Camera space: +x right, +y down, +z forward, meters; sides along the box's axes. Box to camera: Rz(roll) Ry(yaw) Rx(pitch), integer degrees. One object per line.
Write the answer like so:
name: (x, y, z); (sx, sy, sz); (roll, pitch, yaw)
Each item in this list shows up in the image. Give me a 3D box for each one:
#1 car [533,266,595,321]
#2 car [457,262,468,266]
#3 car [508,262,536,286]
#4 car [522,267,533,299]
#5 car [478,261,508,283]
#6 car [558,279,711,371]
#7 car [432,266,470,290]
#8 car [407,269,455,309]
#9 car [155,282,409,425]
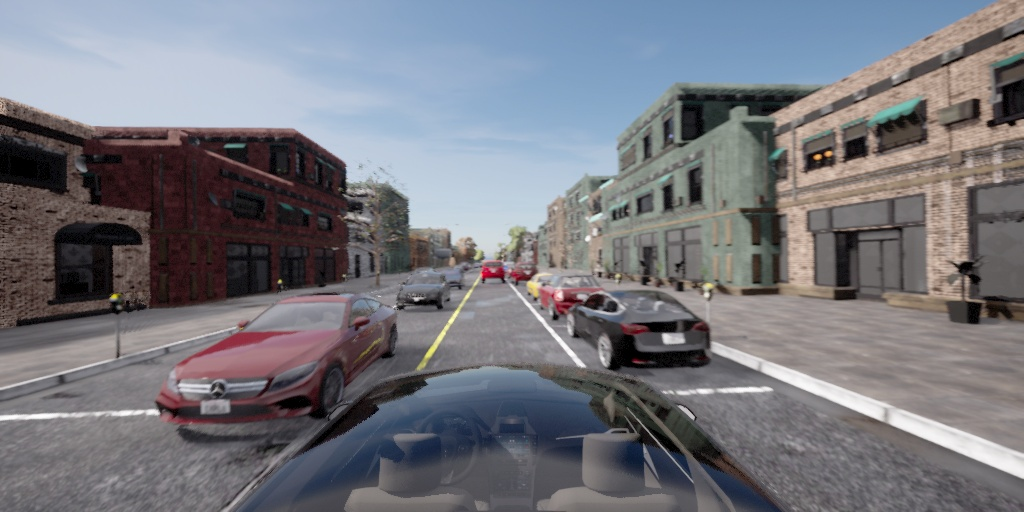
car: (2.103, 1.322, 13.248); (1.967, 1.591, 4.097); (0, 0, -3)
car: (-9.273, 2.295, 62.578); (2.007, 1.370, 4.403); (0, 0, -3)
car: (1.099, 1.447, 29.861); (2.192, 1.841, 5.009); (0, 0, -3)
car: (1.758, 1.491, 18.955); (1.751, 1.417, 4.829); (0, 0, -3)
car: (-1.773, 1.456, 34.114); (2.150, 2.045, 5.566); (-1, -1, -3)
car: (2.437, 1.364, 7.710); (1.948, 1.339, 4.313); (0, 0, -3)
car: (-4.540, 1.722, 27.144); (2.033, 1.411, 5.357); (-1, -1, -3)
car: (-3.907, 1.519, 16.527); (1.837, 1.490, 4.892); (-1, -1, -4)
car: (-3.284, 1.384, 6.140); (1.812, 1.442, 4.674); (-1, -1, -3)
